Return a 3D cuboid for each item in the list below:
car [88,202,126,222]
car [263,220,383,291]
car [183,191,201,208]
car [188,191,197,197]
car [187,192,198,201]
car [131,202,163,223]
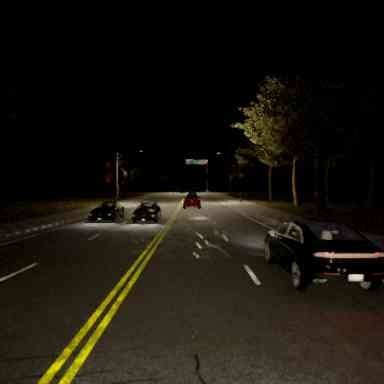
[{"bbox_3d":[-6.550,1.497,26.260,2.033,1.411,5.357,0,0,0],"label":"car"},{"bbox_3d":[3.252,1.491,9.019,2.128,1.511,4.902,0,0,0],"label":"car"},{"bbox_3d":[0.006,1.072,42.148,2.097,1.767,4.553,0,1,0],"label":"car"},{"bbox_3d":[0.012,0.406,78.626,2.033,1.411,5.357,0,1,0],"label":"car"},{"bbox_3d":[0.109,0.842,59.819,1.812,1.442,4.674,0,1,0],"label":"car"},{"bbox_3d":[-3.309,1.505,25.378,2.033,1.411,5.357,0,0,0],"label":"car"}]
